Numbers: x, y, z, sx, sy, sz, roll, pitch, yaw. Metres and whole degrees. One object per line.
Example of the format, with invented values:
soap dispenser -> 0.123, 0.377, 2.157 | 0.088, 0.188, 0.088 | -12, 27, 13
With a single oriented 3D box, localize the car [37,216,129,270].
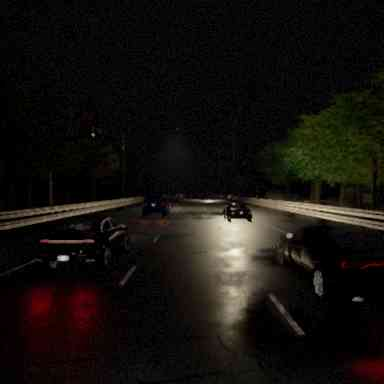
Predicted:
car -> -3.397, 1.538, 11.194 | 2.128, 1.511, 4.902 | 0, 0, 0

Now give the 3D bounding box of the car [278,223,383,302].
car -> 3.602, 1.518, 8.425 | 1.882, 1.535, 5.008 | 0, 0, 0

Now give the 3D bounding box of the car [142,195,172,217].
car -> -3.397, 1.257, 31.959 | 2.150, 2.045, 5.566 | 0, 0, 0

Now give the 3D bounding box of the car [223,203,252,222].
car -> 3.605, 1.589, 26.856 | 2.033, 1.411, 5.357 | 0, 0, 0

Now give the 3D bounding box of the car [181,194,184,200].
car -> -3.491, 1.347, 73.711 | 2.128, 1.511, 4.902 | 0, 0, 0

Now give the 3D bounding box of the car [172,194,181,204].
car -> -3.492, 1.440, 62.708 | 1.812, 1.442, 4.674 | 0, 0, 0
